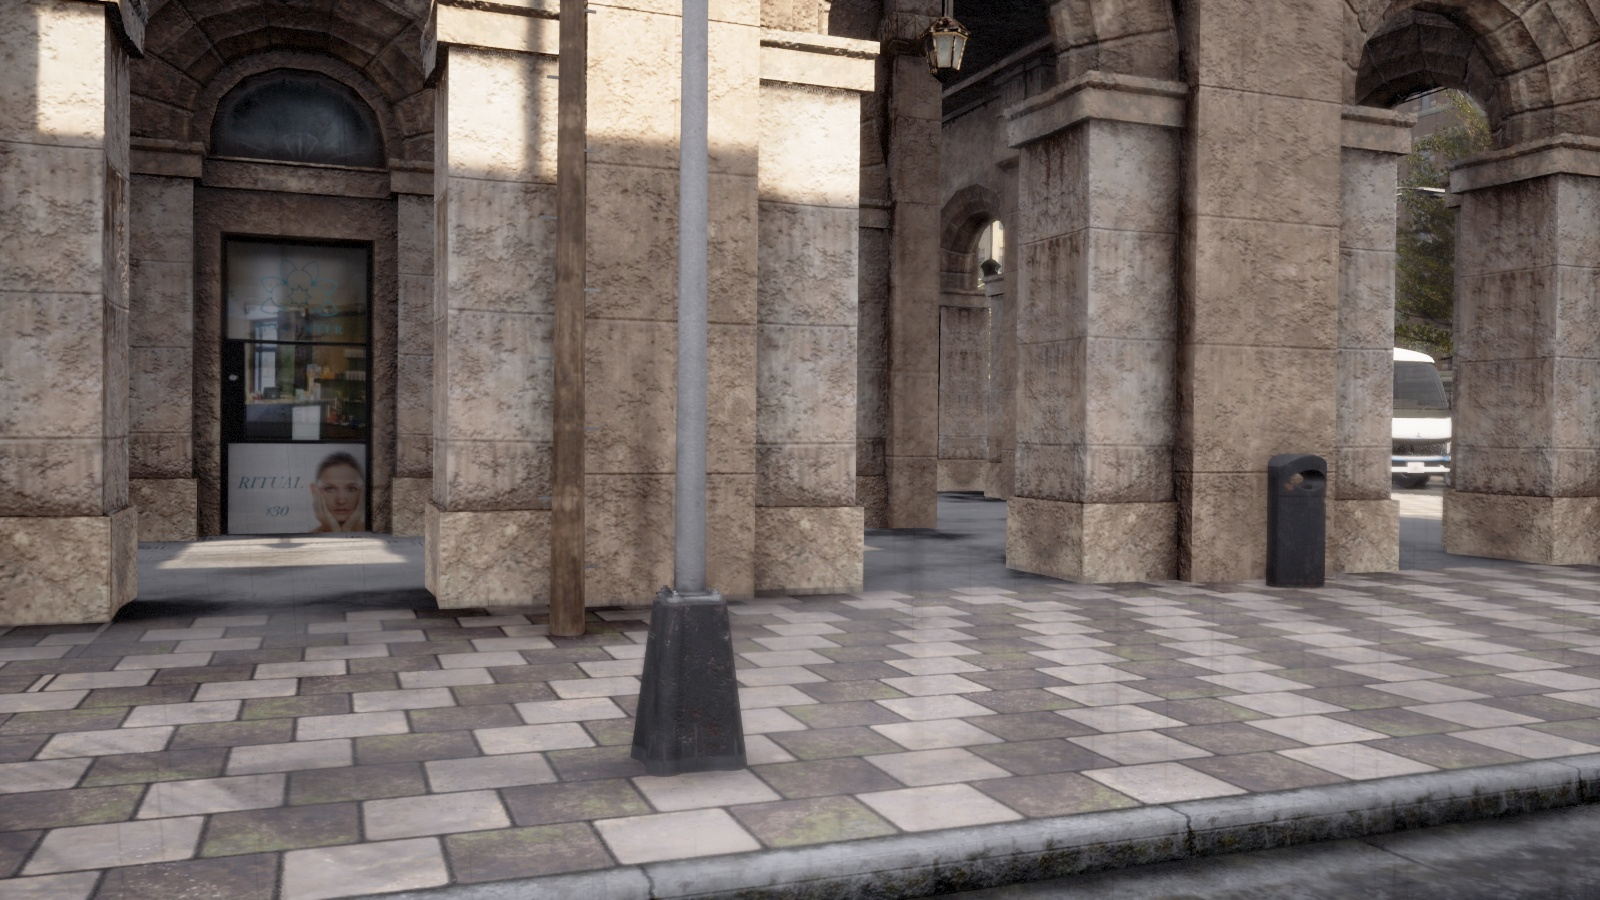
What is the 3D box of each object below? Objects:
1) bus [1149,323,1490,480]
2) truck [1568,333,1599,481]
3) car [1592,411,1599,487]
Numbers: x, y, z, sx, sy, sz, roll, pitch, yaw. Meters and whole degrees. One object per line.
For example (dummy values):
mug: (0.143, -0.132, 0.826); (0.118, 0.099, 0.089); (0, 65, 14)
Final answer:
bus: (15.800, -1.393, 39.535); (3.944, 4.253, 10.273); (-1, 1, -21)
truck: (23.223, -1.103, 29.850); (2.891, 3.827, 8.468); (-1, 1, -21)
car: (20.346, -0.014, 27.671); (2.097, 1.767, 4.553); (-1, 1, -20)
